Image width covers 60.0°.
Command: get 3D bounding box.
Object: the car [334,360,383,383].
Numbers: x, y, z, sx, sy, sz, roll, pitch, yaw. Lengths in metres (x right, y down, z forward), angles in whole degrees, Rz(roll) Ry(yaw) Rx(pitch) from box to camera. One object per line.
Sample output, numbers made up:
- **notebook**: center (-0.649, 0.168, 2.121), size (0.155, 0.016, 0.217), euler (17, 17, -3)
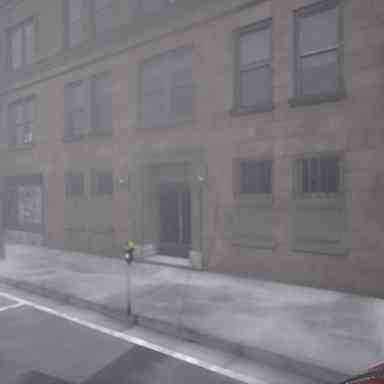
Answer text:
- **car**: center (2.391, 1.426, 1.140), size (4.097, 1.590, 1.967), euler (-1, 0, 36)
